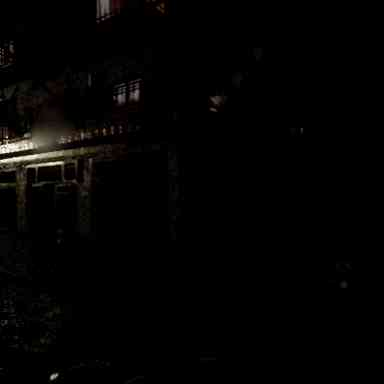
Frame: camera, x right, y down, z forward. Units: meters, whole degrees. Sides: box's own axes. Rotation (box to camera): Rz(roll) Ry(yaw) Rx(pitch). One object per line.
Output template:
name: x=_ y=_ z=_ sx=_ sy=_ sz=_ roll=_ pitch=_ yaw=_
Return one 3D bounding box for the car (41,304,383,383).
car: x=0.706 y=1.565 z=2.387 sx=4.313 sy=1.339 sz=1.947 roll=0 pitch=-1 yaw=36
